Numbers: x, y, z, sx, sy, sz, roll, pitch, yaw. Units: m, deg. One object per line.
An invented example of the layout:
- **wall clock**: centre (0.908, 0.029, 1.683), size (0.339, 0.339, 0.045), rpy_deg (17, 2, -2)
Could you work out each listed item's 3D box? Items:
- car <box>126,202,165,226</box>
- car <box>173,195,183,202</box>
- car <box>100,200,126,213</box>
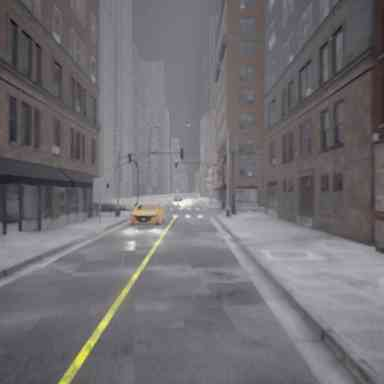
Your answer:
- **car**: centre (-3.034, 1.457, 23.424), size (1.882, 1.535, 5.008), rpy_deg (0, 0, 1)
- **car**: centre (-2.997, 1.465, 72.329), size (2.128, 1.511, 4.902), rpy_deg (0, 0, 0)
- **car**: centre (-9.570, 1.532, 35.199), size (5.357, 1.411, 2.033), rpy_deg (0, 0, 0)
